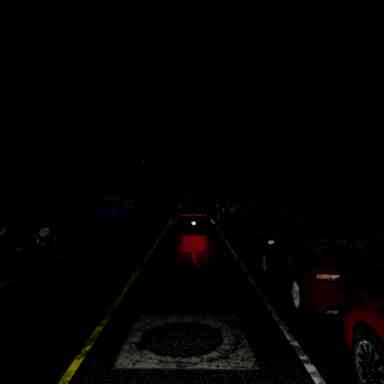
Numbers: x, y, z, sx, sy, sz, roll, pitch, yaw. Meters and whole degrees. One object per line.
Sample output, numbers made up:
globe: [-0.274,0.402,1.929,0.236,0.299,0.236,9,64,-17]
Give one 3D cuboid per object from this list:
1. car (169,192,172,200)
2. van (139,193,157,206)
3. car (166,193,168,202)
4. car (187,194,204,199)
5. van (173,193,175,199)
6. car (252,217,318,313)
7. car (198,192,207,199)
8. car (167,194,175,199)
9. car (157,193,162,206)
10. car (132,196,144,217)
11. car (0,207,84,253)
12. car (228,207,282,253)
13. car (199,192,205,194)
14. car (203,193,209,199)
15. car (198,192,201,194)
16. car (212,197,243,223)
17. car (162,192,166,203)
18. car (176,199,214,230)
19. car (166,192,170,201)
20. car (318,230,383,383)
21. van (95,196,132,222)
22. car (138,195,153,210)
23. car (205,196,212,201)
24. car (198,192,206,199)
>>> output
car: [-5.792,1.201,69.426,2.008,1.369,4.403,0,0,0]
van: [-5.782,1.126,41.243,1.690,1.788,3.998,0,0,0]
car: [-5.788,1.269,58.154,1.947,1.339,4.313,0,0,0]
car: [0.086,1.278,38.200,1.882,1.535,5.008,0,0,0]
van: [-5.798,0.941,80.699,1.690,1.788,3.998,0,0,0]
car: [2.757,1.505,7.437,1.887,1.381,4.507,0,0,0]
car: [2.725,0.891,86.342,2.192,1.841,5.009,0,0,0]
car: [-5.801,1.135,91.973,1.802,1.307,4.206,0,0,0]
car: [-5.784,1.198,46.879,1.967,1.590,4.097,0,0,0]
car: [-5.777,1.367,29.801,1.752,1.417,4.829,0,0,0]
car: [-5.770,1.370,13.061,1.967,1.590,4.097,0,0,0]
car: [2.755,1.496,13.073,1.947,1.339,4.313,0,0,0]
car: [2.735,1.258,63.799,1.802,1.307,4.206,0,0,0]
car: [2.740,1.313,52.526,1.802,1.307,4.206,0,0,0]
car: [2.733,1.232,69.436,1.802,1.307,4.206,0,0,0]
car: [2.750,1.311,24.344,1.967,1.590,4.097,0,0,0]
car: [-5.787,1.046,52.516,2.192,1.841,5.009,0,0,0]
car: [0.092,1.397,20.056,1.837,1.490,4.892,0,0,0]
car: [-5.790,1.242,63.790,1.947,1.339,4.313,0,0,0]
car: [2.759,1.305,1.799,2.192,1.841,5.009,0,0,0]
van: [-5.775,1.211,24.333,1.690,1.788,3.998,0,0,0]
car: [-5.779,1.364,35.607,2.008,1.369,4.403,0,0,0]
car: [2.746,1.379,35.617,1.947,1.339,4.313,0,0,0]
car: [2.722,0.868,91.978,2.192,1.841,5.009,0,0,0]
